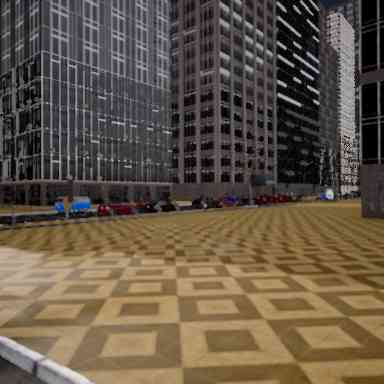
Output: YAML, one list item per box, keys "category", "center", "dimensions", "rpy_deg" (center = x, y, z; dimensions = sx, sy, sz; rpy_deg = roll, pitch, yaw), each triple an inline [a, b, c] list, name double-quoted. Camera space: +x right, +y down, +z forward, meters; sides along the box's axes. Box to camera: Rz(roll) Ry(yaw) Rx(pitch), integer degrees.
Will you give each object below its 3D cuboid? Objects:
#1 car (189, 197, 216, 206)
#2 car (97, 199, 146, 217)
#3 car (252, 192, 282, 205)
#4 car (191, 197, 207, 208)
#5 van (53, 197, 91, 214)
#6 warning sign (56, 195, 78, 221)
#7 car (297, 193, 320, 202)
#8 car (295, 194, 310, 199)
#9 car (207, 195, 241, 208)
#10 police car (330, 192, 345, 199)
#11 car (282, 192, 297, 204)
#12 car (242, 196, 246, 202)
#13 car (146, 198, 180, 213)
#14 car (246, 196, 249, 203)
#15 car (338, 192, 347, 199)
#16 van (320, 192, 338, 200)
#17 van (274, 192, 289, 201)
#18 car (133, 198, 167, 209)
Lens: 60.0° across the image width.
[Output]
- category: "car"
  center: [1.747, 1.462, 54.221]
  dimensions: [1.947, 1.339, 4.313]
  rpy_deg: [0, 1, 41]
- category: "car"
  center: [-6.848, 1.484, 31.483]
  dimensions: [1.967, 1.590, 4.097]
  rpy_deg: [0, 1, 41]
- category: "car"
  center: [11.787, 1.113, 52.968]
  dimensions: [2.192, 1.841, 5.009]
  rpy_deg: [0, 1, 41]
- category: "car"
  center: [2.042, 1.424, 45.920]
  dimensions: [1.837, 1.490, 4.892]
  rpy_deg: [0, 1, 41]
- category: "van"
  center: [-13.326, 1.435, 37.175]
  dimensions: [1.690, 1.788, 3.998]
  rpy_deg: [0, 1, 41]
- category: "warning sign"
  center: [-9.426, 1.202, 25.137]
  dimensions: [1.300, 1.860, 1.060]
  rpy_deg: [-1, -1, 41]
- category: "car"
  center: [23.137, 1.175, 65.941]
  dimensions: [1.752, 1.417, 4.829]
  rpy_deg: [0, 1, 41]
- category: "car"
  center: [27.969, 1.119, 84.193]
  dimensions: [1.947, 1.339, 4.313]
  rpy_deg: [0, 1, 41]
- category: "car"
  center: [4.296, 1.478, 44.407]
  dimensions: [1.802, 1.307, 4.206]
  rpy_deg: [0, 1, 41]
- category: "police car"
  center: [36.897, 0.889, 84.399]
  dimensions: [1.930, 1.638, 5.238]
  rpy_deg: [0, 0, 41]
- category: "car"
  center: [15.533, 1.064, 57.249]
  dimensions: [2.192, 1.841, 5.009]
  rpy_deg: [0, 1, 41]
- category: "car"
  center: [9.240, 1.364, 62.785]
  dimensions: [1.947, 1.339, 4.313]
  rpy_deg: [0, 1, 41]
- category: "car"
  center: [-3.145, 1.560, 35.802]
  dimensions: [1.947, 1.339, 4.313]
  rpy_deg: [0, 1, 41]
- category: "car"
  center: [11.633, 1.315, 56.888]
  dimensions: [1.812, 1.442, 4.674]
  rpy_deg: [0, 0, 41]
- category: "car"
  center: [34.263, 1.055, 78.659]
  dimensions: [2.008, 1.369, 4.403]
  rpy_deg: [0, 1, 41]
- category: "van"
  center: [30.516, 0.894, 74.375]
  dimensions: [1.690, 1.788, 3.998]
  rpy_deg: [0, 1, 41]
- category: "van"
  center: [20.477, 0.992, 75.627]
  dimensions: [1.690, 1.788, 3.998]
  rpy_deg: [0, 1, 41]
- category: "car"
  center: [-5.750, 1.539, 45.666]
  dimensions: [1.887, 1.381, 4.507]
  rpy_deg: [0, 1, 41]
